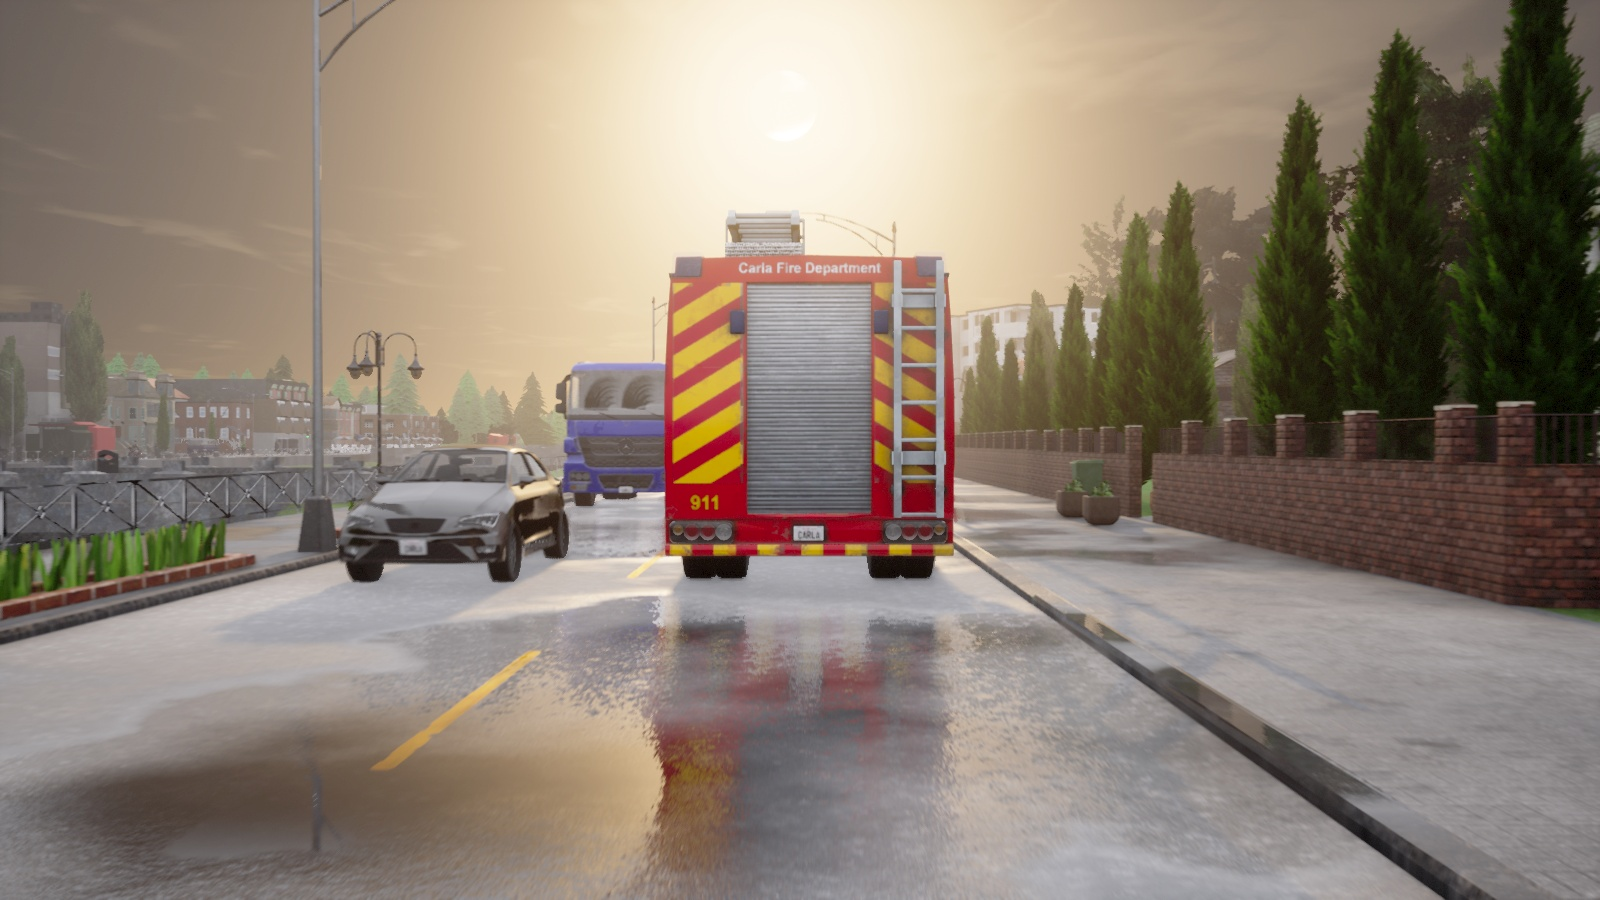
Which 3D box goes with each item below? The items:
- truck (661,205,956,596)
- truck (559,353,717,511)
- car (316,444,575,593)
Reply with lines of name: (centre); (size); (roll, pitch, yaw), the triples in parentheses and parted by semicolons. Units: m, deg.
truck: (0.104, -0.511, 16.538); (2.891, 3.827, 8.468); (0, 0, 0)
truck: (-3.817, -0.416, 31.494); (2.891, 3.462, 7.936); (0, 0, 0)
car: (-3.907, 0.675, 14.622); (1.816, 1.474, 4.193); (0, 0, 0)
